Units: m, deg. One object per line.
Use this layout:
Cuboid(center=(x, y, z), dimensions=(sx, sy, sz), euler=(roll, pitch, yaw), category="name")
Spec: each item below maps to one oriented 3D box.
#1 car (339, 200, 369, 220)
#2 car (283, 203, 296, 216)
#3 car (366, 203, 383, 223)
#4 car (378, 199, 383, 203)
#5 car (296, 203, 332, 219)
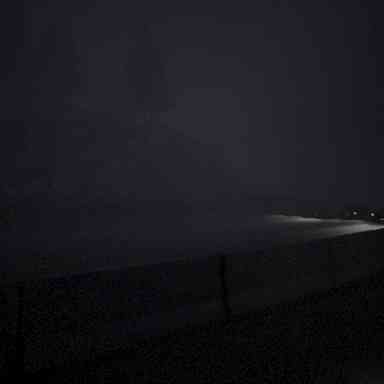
Cuboid(center=(15.902, 1.864, 32.520), dimensions=(1.837, 1.490, 4.892), euler=(-1, -1, 42), category="car")
Cuboid(center=(12.512, 2.010, 39.259), dimensions=(1.812, 1.442, 4.674), euler=(-1, -1, 41), category="car")
Cuboid(center=(16.690, 1.892, 28.162), dimensions=(1.895, 1.301, 4.718), euler=(-1, -1, 43), category="car")
Cuboid(center=(38.442, 1.992, 66.764), dimensions=(1.882, 1.535, 5.008), euler=(-1, -1, 26), category="car")
Cuboid(center=(12.844, 1.975, 34.349), dimensions=(1.994, 1.385, 4.181), euler=(-1, -1, 42), category="car")
